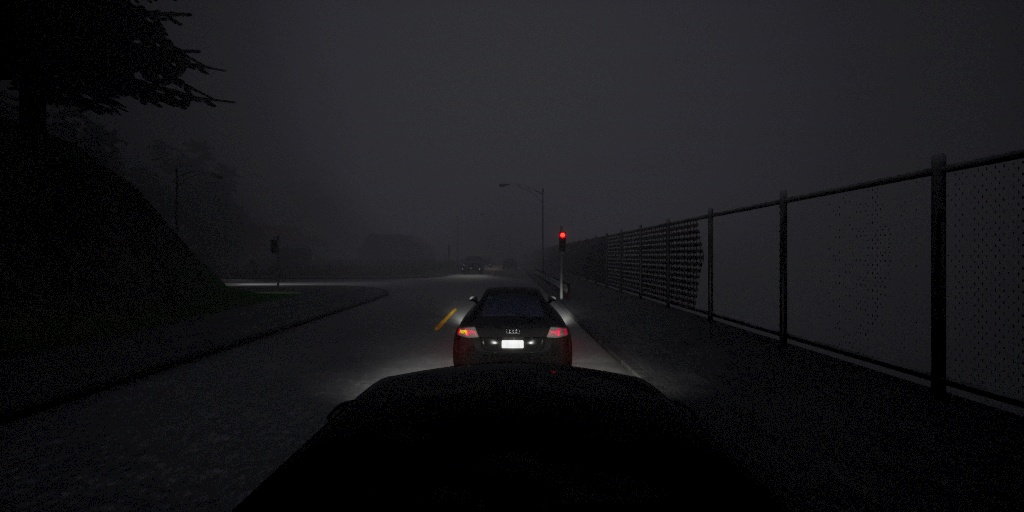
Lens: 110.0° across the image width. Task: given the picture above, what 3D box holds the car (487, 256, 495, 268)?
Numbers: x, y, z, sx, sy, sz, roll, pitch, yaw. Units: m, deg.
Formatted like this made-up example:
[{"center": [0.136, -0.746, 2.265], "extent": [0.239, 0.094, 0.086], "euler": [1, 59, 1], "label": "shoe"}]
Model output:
[{"center": [-4.567, 0.973, 60.937], "extent": [2.150, 2.045, 5.566], "euler": [0, 0, 0], "label": "car"}]

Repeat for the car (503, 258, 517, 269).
[{"center": [-0.345, 1.102, 55.658], "extent": [2.097, 1.767, 4.553], "euler": [0, 0, 0], "label": "car"}]

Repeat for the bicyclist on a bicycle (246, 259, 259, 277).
[{"center": [-24.055, 1.099, 33.289], "extent": [0.582, 1.620, 1.656], "euler": [0, 0, 0], "label": "bicyclist on a bicycle"}]

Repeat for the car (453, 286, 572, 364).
[{"center": [0.017, 1.314, 7.477], "extent": [1.994, 1.385, 4.181], "euler": [0, 0, 0], "label": "car"}]

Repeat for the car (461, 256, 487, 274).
[{"center": [-4.427, 0.971, 41.176], "extent": [2.150, 2.045, 5.566], "euler": [0, 0, 0], "label": "car"}]
